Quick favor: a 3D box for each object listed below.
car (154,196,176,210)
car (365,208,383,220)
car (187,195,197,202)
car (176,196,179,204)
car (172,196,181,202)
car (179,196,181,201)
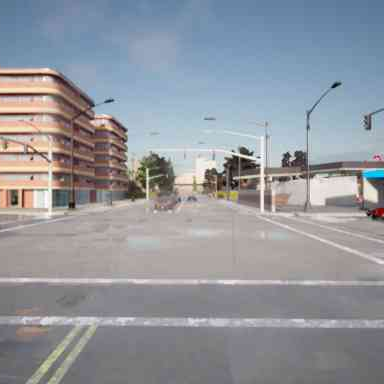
[{"bbox_3d":[-3.592,1.331,42.788,2.097,1.767,4.553,0,0,0],"label":"car"},{"bbox_3d":[16.531,1.588,26.529,4.718,1.301,1.895,0,0,1],"label":"car"},{"bbox_3d":[-0.010,1.304,70.903,1.812,1.442,4.674,0,0,0],"label":"car"},{"bbox_3d":[-3.590,1.574,52.830,1.895,1.301,4.718,0,0,0],"label":"car"},{"bbox_3d":[-3.511,1.553,76.687,1.895,1.301,4.718,0,0,0],"label":"car"},{"bbox_3d":[-3.558,1.473,63.429,1.837,1.490,4.892,0,0,0],"label":"car"}]
